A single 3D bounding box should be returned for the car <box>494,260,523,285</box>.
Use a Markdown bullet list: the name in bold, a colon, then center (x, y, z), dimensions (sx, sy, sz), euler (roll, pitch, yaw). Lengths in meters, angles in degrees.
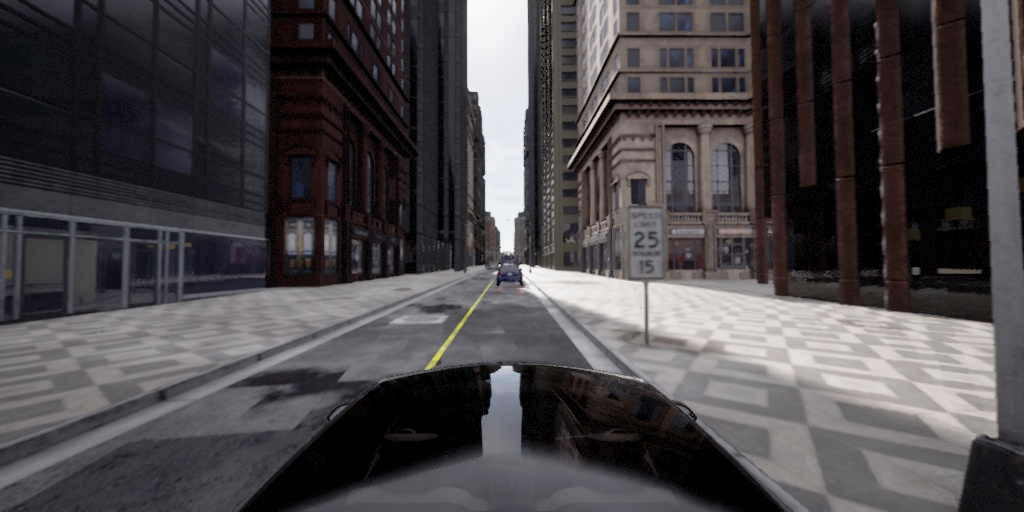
- **car**: center (-0.182, 1.424, 29.715), dimensions (2.097, 1.767, 4.553), euler (0, -1, -1)
